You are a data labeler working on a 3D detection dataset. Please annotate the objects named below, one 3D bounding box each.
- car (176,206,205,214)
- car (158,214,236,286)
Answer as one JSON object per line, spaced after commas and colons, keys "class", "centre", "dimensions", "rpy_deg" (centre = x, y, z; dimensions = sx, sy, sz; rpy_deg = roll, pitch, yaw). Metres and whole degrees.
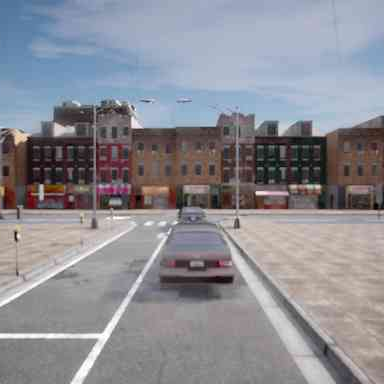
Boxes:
{"class": "car", "centre": [-0.078, 1.655, 22.354], "dimensions": [2.033, 1.411, 5.357], "rpy_deg": [0, 0, -3]}
{"class": "car", "centre": [0.112, 1.594, 9.614], "dimensions": [2.033, 1.411, 5.357], "rpy_deg": [0, 0, 0]}
